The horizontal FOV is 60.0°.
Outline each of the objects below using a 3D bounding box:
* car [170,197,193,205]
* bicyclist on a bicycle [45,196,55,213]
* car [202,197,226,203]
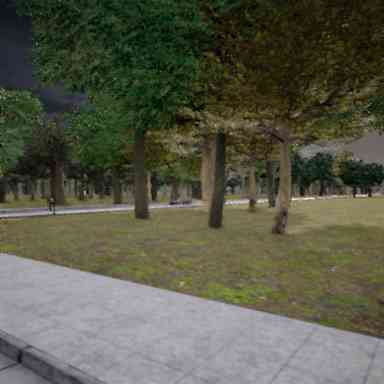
[{"bbox_3d":[-1.589,1.437,52.964,1.994,1.385,4.181,0,0,36],"label":"car"},{"bbox_3d":[-13.385,1.203,31.420,1.656,1.620,0.582,0,0,36],"label":"bicyclist on a bicycle"},{"bbox_3d":[4.103,1.092,61.000,2.150,2.045,5.566,0,0,36],"label":"car"}]
